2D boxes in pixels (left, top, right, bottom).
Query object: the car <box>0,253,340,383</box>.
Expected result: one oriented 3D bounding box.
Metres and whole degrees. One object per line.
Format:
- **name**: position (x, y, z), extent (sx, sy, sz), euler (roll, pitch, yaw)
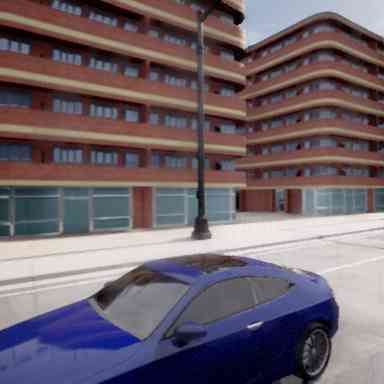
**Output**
- **car**: position (-0.084, 1.541, 3.936), extent (4.674, 1.442, 1.812), euler (0, 0, -36)
